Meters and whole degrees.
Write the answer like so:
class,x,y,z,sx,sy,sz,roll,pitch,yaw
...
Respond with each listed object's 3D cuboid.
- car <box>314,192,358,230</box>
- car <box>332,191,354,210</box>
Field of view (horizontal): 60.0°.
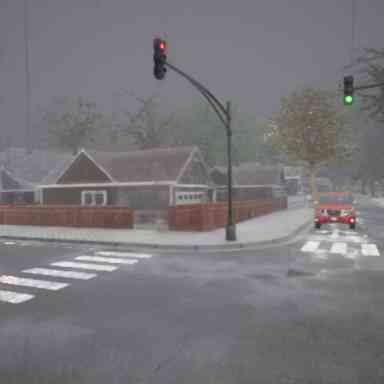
class,x,y,z,sx,sy,sz,roll,pitch,yaw
car,8.953,1.100,20.735,2.150,2.045,5.566,-1,0,25
car,17.892,0.986,39.226,2.150,2.045,5.566,-1,0,26
